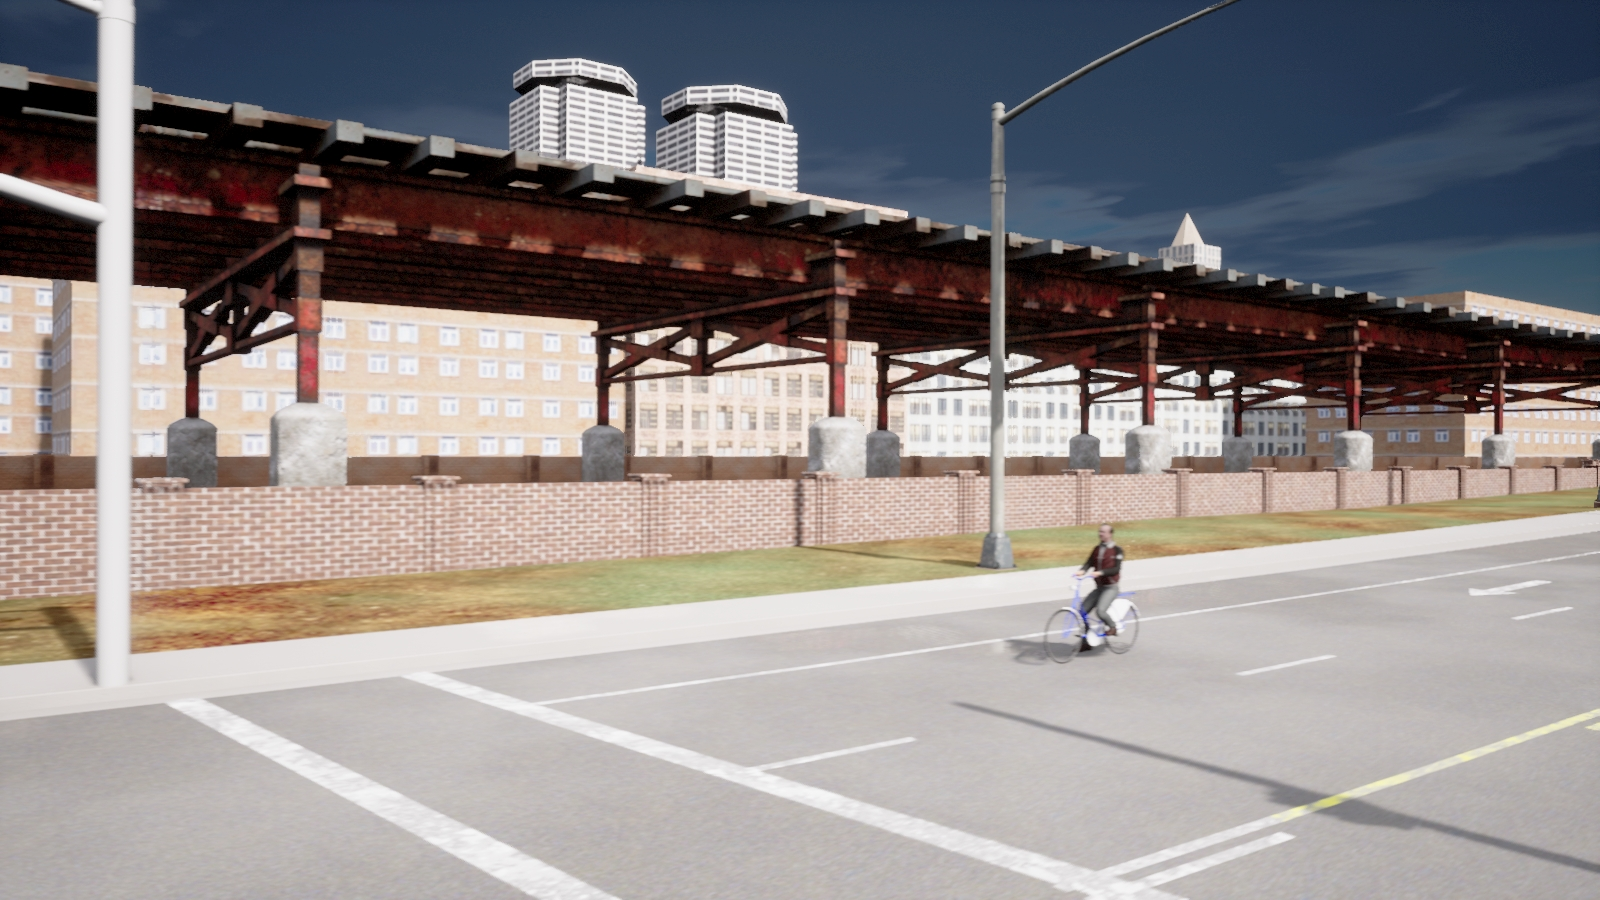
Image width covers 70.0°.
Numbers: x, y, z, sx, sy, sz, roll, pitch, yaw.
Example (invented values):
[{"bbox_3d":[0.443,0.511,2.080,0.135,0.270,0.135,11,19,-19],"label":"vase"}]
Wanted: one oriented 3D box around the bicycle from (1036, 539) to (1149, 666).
[{"bbox_3d":[3.863,1.970,15.022,1.835,1.496,0.329,0,0,-35],"label":"bicycle"}]
